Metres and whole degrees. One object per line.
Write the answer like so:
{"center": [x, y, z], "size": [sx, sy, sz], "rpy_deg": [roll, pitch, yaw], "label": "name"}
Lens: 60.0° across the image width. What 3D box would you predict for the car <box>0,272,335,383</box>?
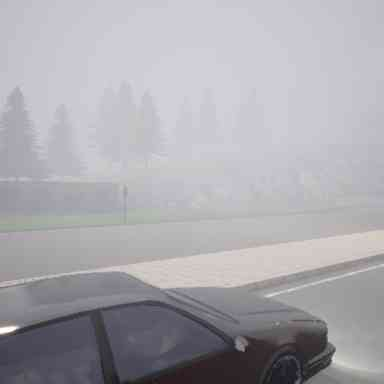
{"center": [-0.941, 1.547, 3.080], "size": [5.357, 1.411, 2.033], "rpy_deg": [0, 0, -35], "label": "car"}
